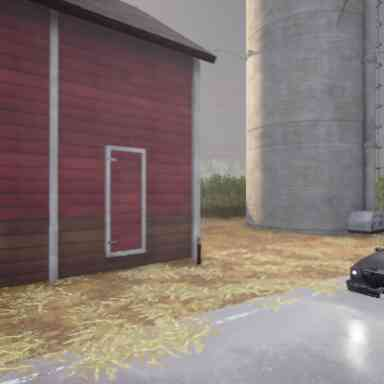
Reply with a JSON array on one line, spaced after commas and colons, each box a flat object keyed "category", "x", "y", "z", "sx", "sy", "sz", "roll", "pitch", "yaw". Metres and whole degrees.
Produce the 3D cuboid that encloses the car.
[{"category": "car", "x": 5.801, "y": 1.589, "z": 7.721, "sx": 5.357, "sy": 1.411, "sz": 2.033, "roll": 0, "pitch": 0, "yaw": -35}]
